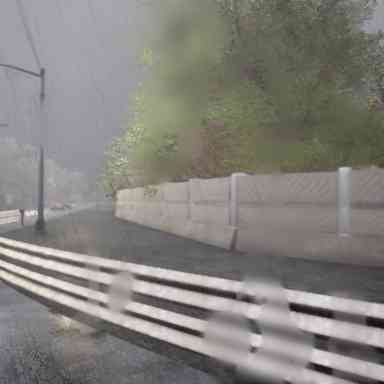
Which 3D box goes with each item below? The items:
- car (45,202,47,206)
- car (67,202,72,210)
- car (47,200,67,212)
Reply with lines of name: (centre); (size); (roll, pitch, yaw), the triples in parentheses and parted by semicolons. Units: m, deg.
car: (-30.186, 2.541, 71.306); (1.812, 1.442, 4.674); (0, -1, -12)
car: (-25.988, 2.824, 68.454); (1.837, 1.490, 4.892); (0, -1, -12)
car: (-23.987, 2.691, 59.176); (1.812, 1.442, 4.674); (0, -1, -12)
